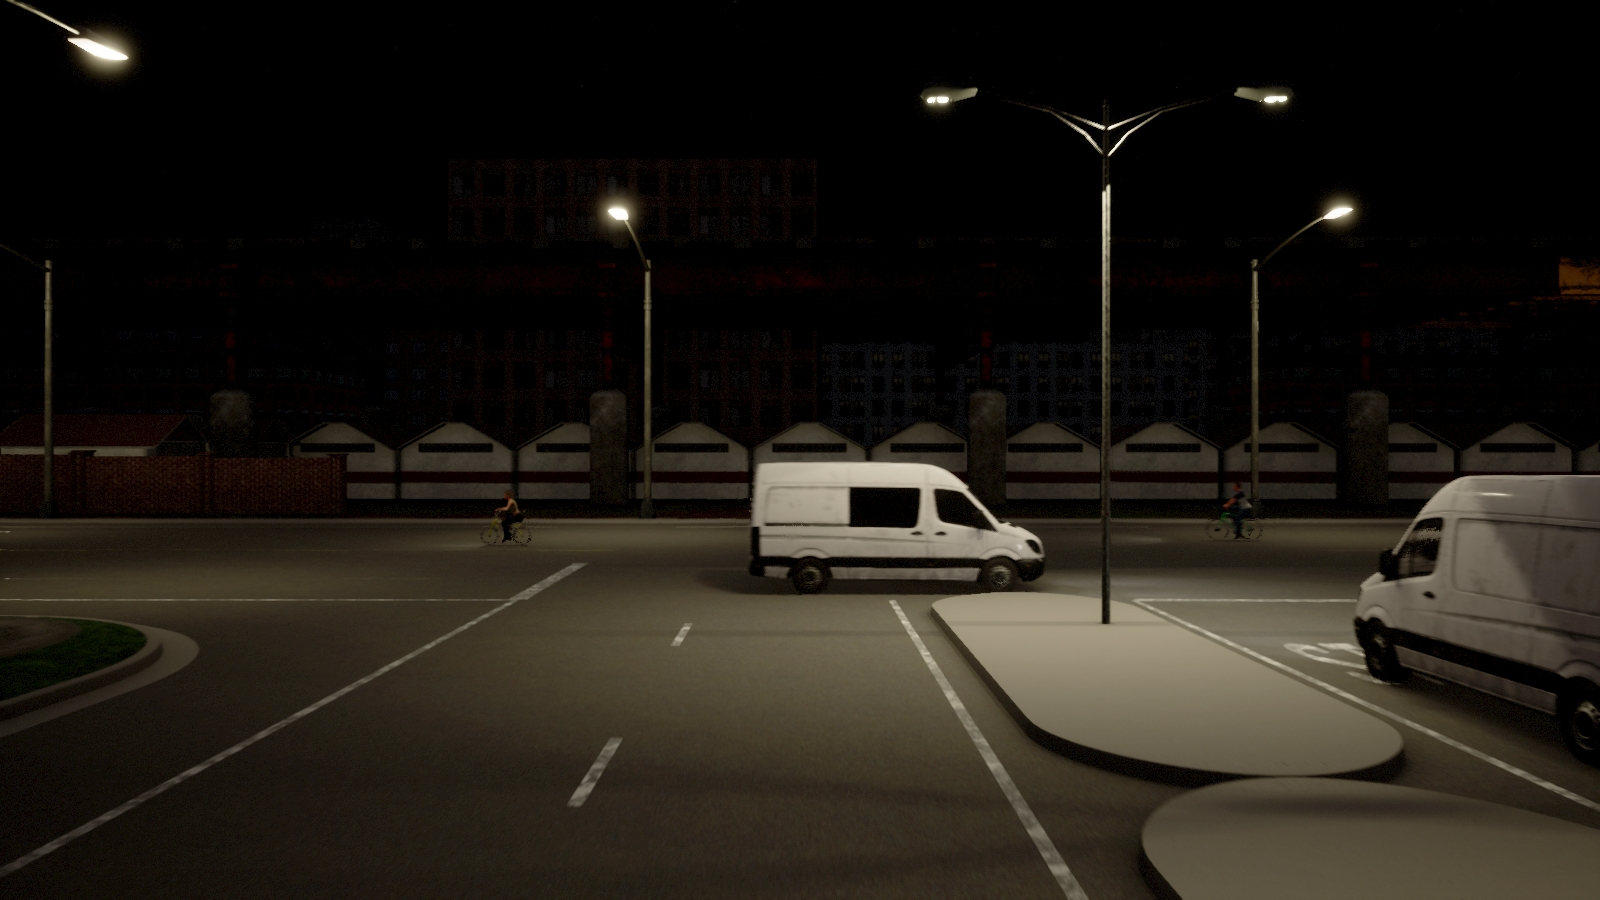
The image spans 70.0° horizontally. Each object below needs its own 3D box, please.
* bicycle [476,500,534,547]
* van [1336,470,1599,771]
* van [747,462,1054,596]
[{"bbox_3d":[-8.639,2.145,33.528,1.487,1.301,0.859,0,0,0],"label":"bicycle"},{"bbox_3d":[7.983,1.533,11.923,1.988,2.561,5.915,0,0,0],"label":"van"},{"bbox_3d":[1.934,1.534,23.009,5.915,2.561,1.988,0,0,0],"label":"van"}]
